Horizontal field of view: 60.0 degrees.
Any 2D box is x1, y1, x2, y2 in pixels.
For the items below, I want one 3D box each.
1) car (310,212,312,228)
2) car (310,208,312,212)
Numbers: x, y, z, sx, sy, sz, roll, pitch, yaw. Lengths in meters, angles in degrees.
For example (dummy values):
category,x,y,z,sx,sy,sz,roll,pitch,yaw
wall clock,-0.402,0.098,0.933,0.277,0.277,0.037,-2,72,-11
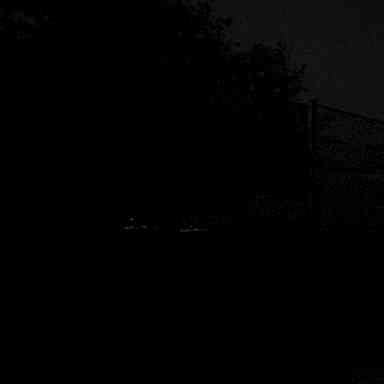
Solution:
category,x,y,z,sx,sy,sz,roll,pitch,yaw
car,18.064,4.400,49.018,2.185,1.767,4.553,0,0,36
car,27.081,5.369,81.340,5.008,1.535,2.097,1,0,36
